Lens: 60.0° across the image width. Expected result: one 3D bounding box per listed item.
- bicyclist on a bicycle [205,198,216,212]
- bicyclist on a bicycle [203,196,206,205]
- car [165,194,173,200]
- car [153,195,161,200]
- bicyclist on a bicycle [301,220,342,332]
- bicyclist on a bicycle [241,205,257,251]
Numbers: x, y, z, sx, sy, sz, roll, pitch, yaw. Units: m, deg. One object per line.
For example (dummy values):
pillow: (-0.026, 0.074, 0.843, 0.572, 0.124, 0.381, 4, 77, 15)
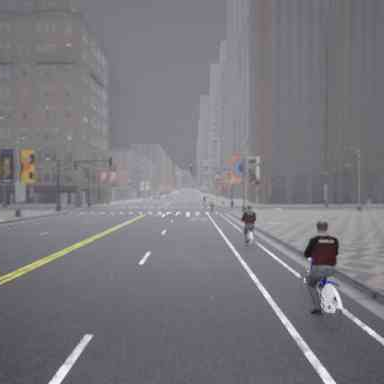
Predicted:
bicyclist on a bicycle: (2.308, 1.529, 38.282, 0.866, 1.612, 1.509, 0, 0, 0)
bicyclist on a bicycle: (2.323, 1.539, 61.430, 0.659, 1.776, 1.843, 0, 0, 0)
car: (-6.392, 1.377, 92.386, 1.837, 1.490, 4.892, 0, 0, 0)
car: (-9.642, 1.429, 92.389, 1.994, 1.385, 4.181, 0, 0, 0)
bicyclist on a bicycle: (2.258, 1.382, 5.966, 0.659, 1.776, 1.843, 0, 0, 0)
bicyclist on a bicycle: (2.266, 1.396, 13.371, 0.659, 1.776, 1.843, 0, 0, 0)
